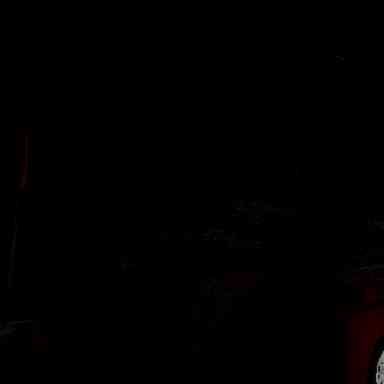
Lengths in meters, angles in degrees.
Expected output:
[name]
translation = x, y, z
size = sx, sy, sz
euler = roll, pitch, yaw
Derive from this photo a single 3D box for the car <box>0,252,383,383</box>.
[car]
translation = 0.455, 1.505, 3.679
size = 5.008, 1.535, 1.882
euler = 1, -1, -31
